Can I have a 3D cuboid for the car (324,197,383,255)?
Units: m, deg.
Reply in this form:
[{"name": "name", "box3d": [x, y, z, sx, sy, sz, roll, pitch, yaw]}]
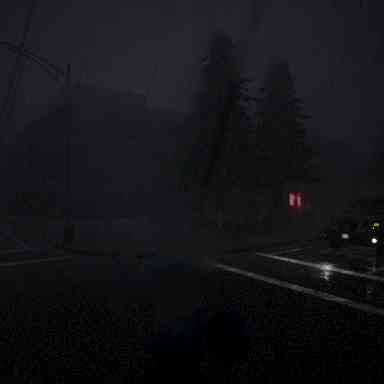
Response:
[{"name": "car", "box3d": [7.779, 1.248, 13.701, 5.566, 2.045, 2.150, 0, 0, -36]}]
